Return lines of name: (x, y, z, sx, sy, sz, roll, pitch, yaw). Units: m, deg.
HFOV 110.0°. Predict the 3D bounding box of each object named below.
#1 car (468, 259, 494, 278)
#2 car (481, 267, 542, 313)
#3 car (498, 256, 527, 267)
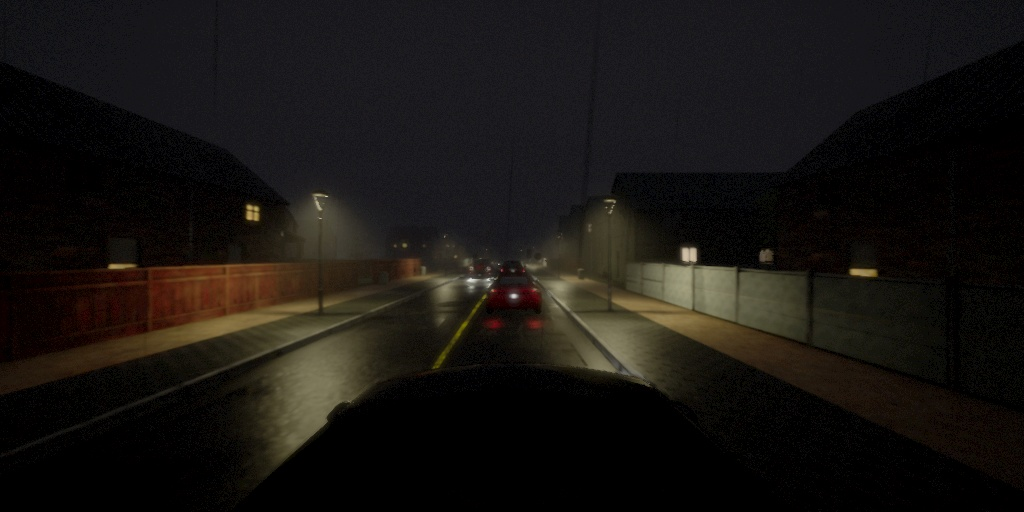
car: (-2.805, 1.080, 33.445, 2.097, 1.767, 4.553, 0, 0, 0)
car: (0.078, 1.306, 13.994, 1.994, 1.385, 4.181, 0, 0, 0)
car: (0.076, 1.085, 27.749, 2.097, 1.767, 4.553, 0, 0, 0)
